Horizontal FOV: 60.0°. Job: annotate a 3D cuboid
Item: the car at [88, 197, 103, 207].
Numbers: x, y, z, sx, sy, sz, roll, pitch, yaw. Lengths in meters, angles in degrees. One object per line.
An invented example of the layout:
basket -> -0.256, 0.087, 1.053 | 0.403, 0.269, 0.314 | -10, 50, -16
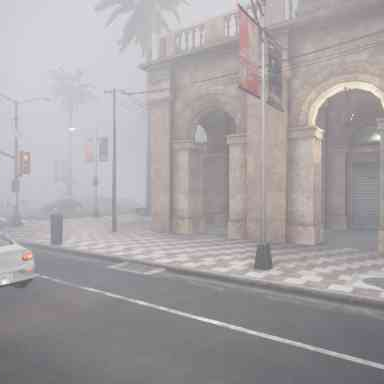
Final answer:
car -> -13.852, 1.513, 51.049 | 2.161, 1.482, 4.786 | 0, 0, 35

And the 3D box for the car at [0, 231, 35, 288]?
car -> -5.564, 1.526, 7.919 | 4.674, 1.442, 1.812 | 0, 0, 36

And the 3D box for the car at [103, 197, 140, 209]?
car -> -9.473, 1.601, 45.839 | 1.895, 1.301, 4.718 | 0, 0, 36

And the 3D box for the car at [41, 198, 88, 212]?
car -> -14.866, 1.505, 38.300 | 1.837, 1.490, 4.892 | 0, 0, 36
